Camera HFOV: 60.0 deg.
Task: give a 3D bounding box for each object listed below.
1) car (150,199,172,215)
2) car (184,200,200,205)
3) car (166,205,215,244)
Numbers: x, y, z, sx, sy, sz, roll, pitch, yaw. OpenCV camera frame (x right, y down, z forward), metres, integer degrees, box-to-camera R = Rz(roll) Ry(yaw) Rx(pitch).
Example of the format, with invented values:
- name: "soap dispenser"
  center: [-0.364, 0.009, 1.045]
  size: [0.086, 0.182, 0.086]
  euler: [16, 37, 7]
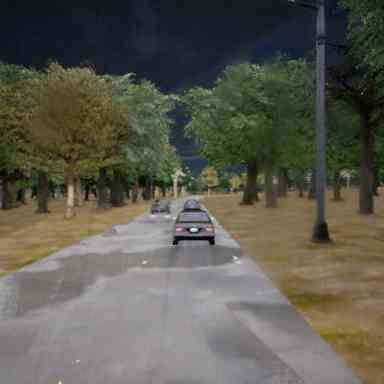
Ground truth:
- name: "car"
  center: [-3.157, 1.510, 34.306]
  size: [1.837, 1.490, 4.892]
  euler: [0, 0, 0]
- name: "car"
  center: [0.027, 1.571, 38.489]
  size: [1.994, 1.385, 4.181]
  euler: [0, 0, 0]
- name: "car"
  center: [0.072, 1.542, 15.659]
  size: [2.033, 1.411, 5.357]
  euler: [0, 0, 0]
